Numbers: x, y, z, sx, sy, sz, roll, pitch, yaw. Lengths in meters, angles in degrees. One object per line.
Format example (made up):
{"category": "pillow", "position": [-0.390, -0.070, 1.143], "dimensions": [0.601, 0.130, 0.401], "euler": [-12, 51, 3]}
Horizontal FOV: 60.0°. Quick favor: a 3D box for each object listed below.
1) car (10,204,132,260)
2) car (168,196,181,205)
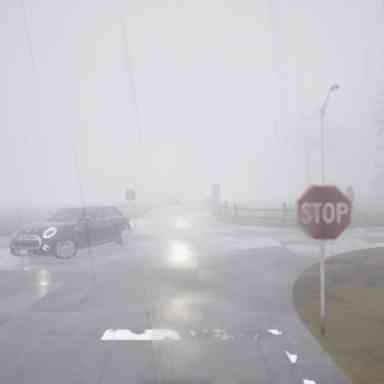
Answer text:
{"category": "car", "position": [-4.323, 1.299, 12.518], "dimensions": [2.097, 1.767, 4.553], "euler": [-2, -1, 27]}
{"category": "car", "position": [-2.768, 1.352, 52.966], "dimensions": [1.882, 1.535, 5.008], "euler": [0, 1, 0]}
